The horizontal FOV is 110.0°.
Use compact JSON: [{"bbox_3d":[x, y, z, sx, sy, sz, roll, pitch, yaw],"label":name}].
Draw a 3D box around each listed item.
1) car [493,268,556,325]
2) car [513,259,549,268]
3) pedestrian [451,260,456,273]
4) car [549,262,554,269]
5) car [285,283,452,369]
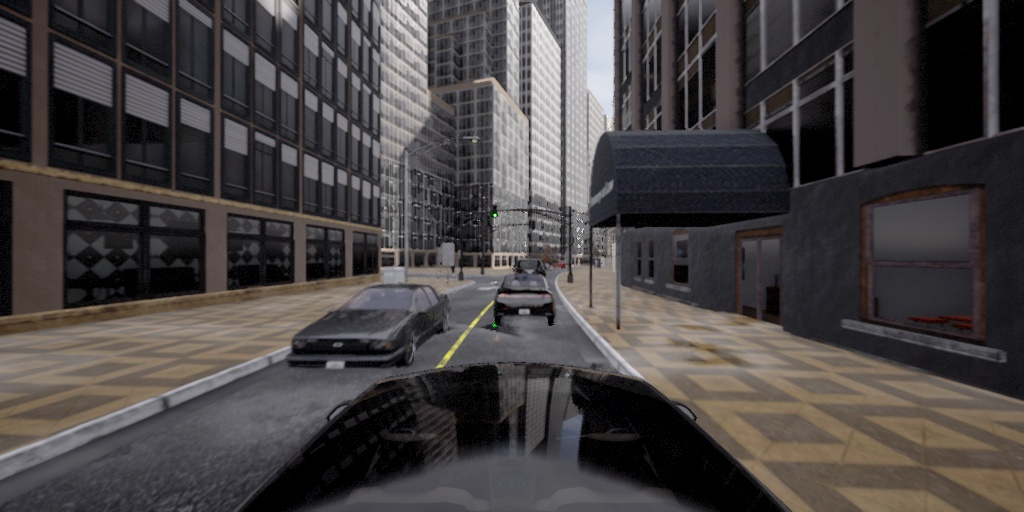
[{"bbox_3d":[0.428,1.344,12.295,2.128,1.511,4.902,0,-1,2],"label":"car"},{"bbox_3d":[1.232,1.214,25.813,2.150,2.045,5.566,0,0,1],"label":"car"},{"bbox_3d":[-6.895,1.114,42.007,0.375,1.860,0.375,0,-1,21],"label":"pedestrian"},{"bbox_3d":[5.675,1.989,64.140,1.837,1.490,4.892,0,-1,16],"label":"car"},{"bbox_3d":[-2.707,1.358,8.324,2.033,1.411,5.357,0,-1,2],"label":"car"}]
